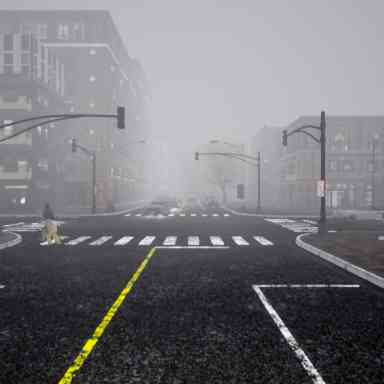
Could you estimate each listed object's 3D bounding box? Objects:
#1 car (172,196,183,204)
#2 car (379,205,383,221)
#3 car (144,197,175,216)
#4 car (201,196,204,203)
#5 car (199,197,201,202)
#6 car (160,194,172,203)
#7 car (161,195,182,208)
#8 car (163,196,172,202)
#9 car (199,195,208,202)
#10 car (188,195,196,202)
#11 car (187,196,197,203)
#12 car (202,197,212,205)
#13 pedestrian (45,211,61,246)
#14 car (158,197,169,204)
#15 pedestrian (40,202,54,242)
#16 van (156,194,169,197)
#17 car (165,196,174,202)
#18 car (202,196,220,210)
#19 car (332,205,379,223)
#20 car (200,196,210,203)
[{"bbox_3d":[-3.002,1.575,68.649,2.128,1.511,4.902,0,0,0],"label":"car"},{"bbox_3d":[15.765,1.681,22.591,4.718,1.301,1.895,0,0,0],"label":"car"},{"bbox_3d":[-3.385,1.566,33.738,2.033,1.411,5.357,0,0,6],"label":"car"},{"bbox_3d":[2.695,1.484,49.186,1.967,1.590,4.097,0,0,0],"label":"car"},{"bbox_3d":[2.695,1.494,54.882,1.967,1.590,4.097,0,0,0],"label":"car"},{"bbox_3d":[-5.685,1.405,71.975,2.192,1.841,5.009,0,0,0],"label":"car"},{"bbox_3d":[-3.090,1.537,49.633,2.128,1.511,4.902,0,0,0],"label":"car"},{"bbox_3d":[-5.684,1.671,77.672,1.947,1.339,4.313,0,0,0],"label":"car"},{"bbox_3d":[2.697,1.545,77.670,1.967,1.590,4.097,0,0,0],"label":"car"},{"bbox_3d":[0.009,1.565,80.678,2.033,1.411,5.357,0,0,0],"label":"car"},{"bbox_3d":[0.008,1.633,70.671,1.994,1.385,4.181,0,0,0],"label":"car"},{"bbox_3d":[2.695,1.646,60.579,1.802,1.307,4.206,0,0,0],"label":"car"},{"bbox_3d":[-5.805,1.575,13.950,0.375,1.300,0.375,0,0,0],"label":"pedestrian"},{"bbox_3d":[-5.685,1.659,66.278,1.802,1.307,4.206,0,0,0],"label":"car"},{"bbox_3d":[-6.261,1.296,14.548,0.375,1.860,0.375,0,0,0],"label":"pedestrian"},{"bbox_3d":[-5.686,1.406,60.582,1.690,1.788,3.998,0,0,0],"label":"van"},{"bbox_3d":[-5.683,1.672,83.368,2.008,1.369,4.403,0,0,0],"label":"car"},{"bbox_3d":[2.694,1.585,43.489,2.008,1.369,4.403,0,0,0],"label":"car"},{"bbox_3d":[13.475,1.671,25.776,4.718,1.301,1.895,0,0,0],"label":"car"},{"bbox_3d":[2.697,1.641,71.973,2.008,1.369,4.403,0,0,0],"label":"car"}]
